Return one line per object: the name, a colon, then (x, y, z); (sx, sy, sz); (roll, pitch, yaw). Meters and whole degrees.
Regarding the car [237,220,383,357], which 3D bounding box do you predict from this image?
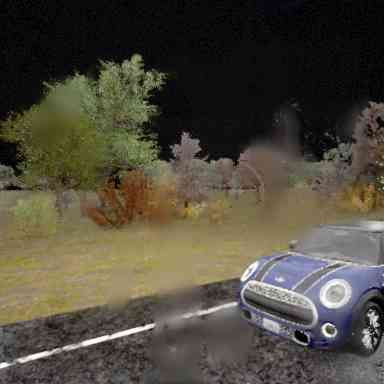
car: (2.991, 1.360, 6.174); (4.553, 1.767, 2.097); (0, 0, -35)
